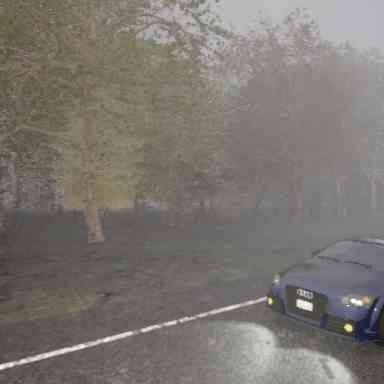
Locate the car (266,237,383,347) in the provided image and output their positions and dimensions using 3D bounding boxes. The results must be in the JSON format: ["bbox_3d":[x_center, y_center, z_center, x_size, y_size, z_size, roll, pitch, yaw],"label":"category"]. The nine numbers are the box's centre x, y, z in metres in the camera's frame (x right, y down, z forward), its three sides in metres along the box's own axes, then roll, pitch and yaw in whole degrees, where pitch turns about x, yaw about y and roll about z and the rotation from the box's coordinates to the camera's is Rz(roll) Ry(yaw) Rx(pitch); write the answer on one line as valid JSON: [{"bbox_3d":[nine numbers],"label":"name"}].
[{"bbox_3d":[3.401,1.620,6.420,4.181,1.385,1.994,1,0,-35],"label":"car"}]
